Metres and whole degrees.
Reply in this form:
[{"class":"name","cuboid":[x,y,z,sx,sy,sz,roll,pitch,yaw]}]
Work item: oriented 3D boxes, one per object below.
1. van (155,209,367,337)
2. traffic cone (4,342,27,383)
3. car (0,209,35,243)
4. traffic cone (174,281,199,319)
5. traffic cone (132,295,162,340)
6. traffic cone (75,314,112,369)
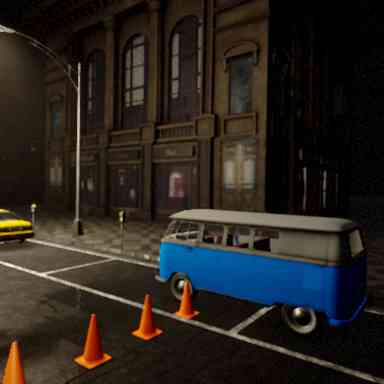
[{"class":"van","cuboid":[1.134,1.287,6.314,3.998,1.788,1.690,2,1,36]},{"class":"traffic cone","cuboid":[-1.868,1.883,3.508,0.340,0.580,0.340,2,1,36]},{"class":"car","cuboid":[-8.066,1.230,13.061,4.829,1.417,1.752,2,1,36]},{"class":"traffic cone","cuboid":[-0.094,1.885,5.927,0.340,0.580,0.340,2,1,36]},{"class":"traffic cone","cuboid":[-0.685,1.884,5.121,0.340,0.580,0.340,1,1,36]},{"class":"traffic cone","cuboid":[-1.276,1.884,4.314,0.340,0.580,0.340,1,1,36]}]
